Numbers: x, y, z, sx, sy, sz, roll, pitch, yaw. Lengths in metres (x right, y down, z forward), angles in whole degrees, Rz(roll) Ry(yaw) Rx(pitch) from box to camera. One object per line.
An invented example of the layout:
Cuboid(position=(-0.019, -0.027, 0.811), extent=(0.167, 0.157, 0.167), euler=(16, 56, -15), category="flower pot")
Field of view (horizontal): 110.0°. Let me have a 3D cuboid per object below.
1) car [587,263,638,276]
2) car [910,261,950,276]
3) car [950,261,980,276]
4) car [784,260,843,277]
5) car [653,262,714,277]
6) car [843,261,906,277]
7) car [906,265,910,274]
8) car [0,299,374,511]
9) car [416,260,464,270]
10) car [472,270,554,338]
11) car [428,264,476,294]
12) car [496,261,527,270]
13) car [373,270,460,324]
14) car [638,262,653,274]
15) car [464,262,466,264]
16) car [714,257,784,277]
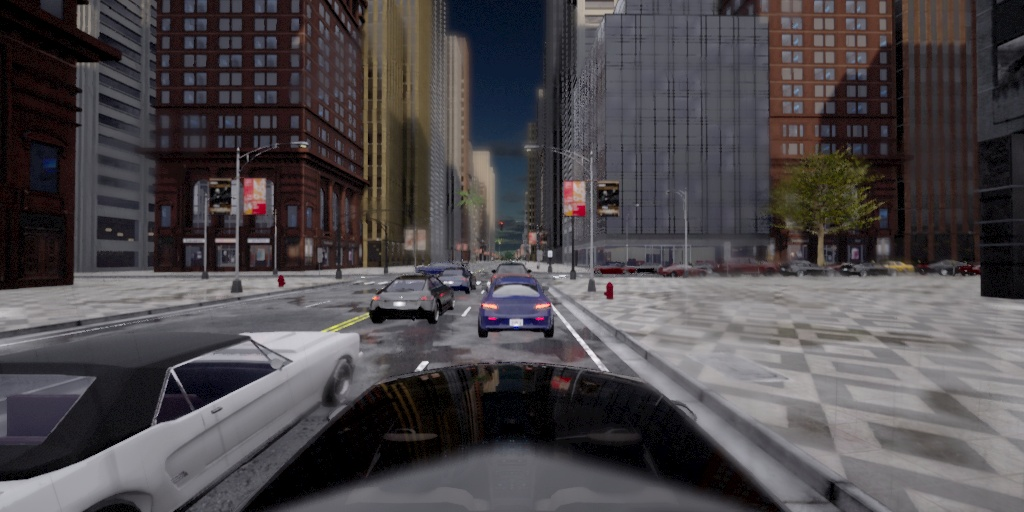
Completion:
Cuboid(position=(10.402, 1.419, 37.918), extent=(4.718, 1.301, 1.895), euler=(0, -1, 2), category="car")
Cuboid(position=(42.758, 1.194, 35.216), extent=(4.892, 1.490, 1.837), euler=(0, -1, -1), category="car")
Cuboid(position=(43.467, 1.203, 32.602), extent=(4.507, 1.381, 1.888), euler=(0, 0, -1), category="car")
Cuboid(position=(26.555, 1.264, 32.318), extent=(4.313, 1.339, 1.948), euler=(0, 0, -1), category="car")
Cuboid(position=(15.279, 1.316, 32.129), extent=(4.207, 1.307, 1.802), euler=(0, 0, -1), category="car")
Cuboid(position=(32.192, 1.249, 32.413), extent=(4.313, 1.339, 1.948), euler=(0, 0, -1), category="car")
Cuboid(position=(43.161, 1.281, 41.123), extent=(4.829, 1.417, 1.751), euler=(0, 0, -1), category="car")
Cuboid(position=(-3.156, 1.351, 3.262), extent=(1.895, 1.301, 4.718), euler=(0, 0, 0), category="car")
Cuboid(position=(-7.677, 1.389, 37.424), extent=(4.674, 1.442, 1.812), euler=(0, 0, -1), category="car")
Cuboid(position=(0.094, 1.281, 10.095), extent=(1.812, 1.442, 4.674), euler=(0, 0, 0), category="car")
Cuboid(position=(-3.174, 1.346, 20.473), extent=(1.994, 1.385, 4.181), euler=(0, 0, 0), category="car")
Cuboid(position=(-0.021, 1.129, 19.081), extent=(2.097, 1.767, 4.553), euler=(0, 0, 0), category="car")
Cuboid(position=(-3.164, 1.323, 12.085), extent=(1.994, 1.385, 4.181), euler=(0, 0, 0), category="car")
Cuboid(position=(15.138, 1.398, 40.653), extent=(4.313, 1.339, 1.948), euler=(0, 0, -1), category="car")
Cuboid(position=(-9.893, 1.523, 63.103), extent=(2.128, 1.511, 4.902), euler=(0, 0, 0), category="car")
Cuboid(position=(20.918, 1.030, 32.224), extent=(5.009, 1.841, 2.192), euler=(0, 0, -1), category="car")
